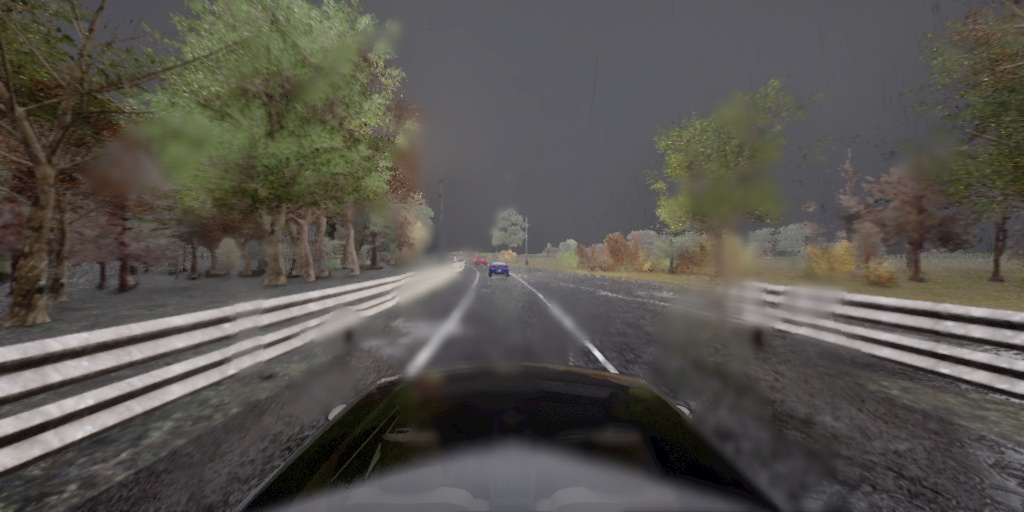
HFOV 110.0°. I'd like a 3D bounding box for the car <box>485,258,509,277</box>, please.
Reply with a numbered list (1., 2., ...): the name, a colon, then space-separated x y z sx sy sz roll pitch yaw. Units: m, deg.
1. car: -1.426 1.224 35.965 1.882 1.535 5.008 0 0 -6
